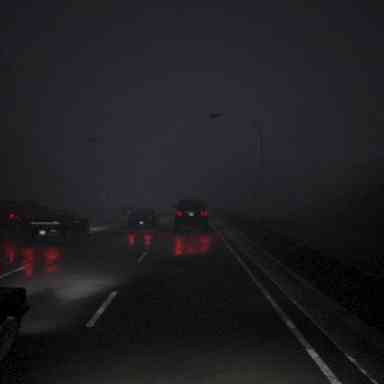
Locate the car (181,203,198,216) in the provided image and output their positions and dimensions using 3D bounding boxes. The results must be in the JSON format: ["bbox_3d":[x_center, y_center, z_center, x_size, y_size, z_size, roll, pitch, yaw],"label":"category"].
[{"bbox_3d":[-0.375,2.087,40.714,1.895,1.301,4.718,0,-1,-3],"label":"car"}]

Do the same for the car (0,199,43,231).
[{"bbox_3d":[-10.549,1.476,20.695,2.150,2.045,5.566,0,-1,0],"label":"car"}]

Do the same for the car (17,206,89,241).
[{"bbox_3d":[-7.028,1.712,17.999,2.128,1.511,4.902,0,-1,0],"label":"car"}]

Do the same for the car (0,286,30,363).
[{"bbox_3d":[-3.423,1.640,3.013,1.895,1.301,4.718,0,-1,0],"label":"car"}]

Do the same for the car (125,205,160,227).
[{"bbox_3d":[-3.588,1.910,25.688,1.895,1.301,4.718,0,-1,0],"label":"car"}]

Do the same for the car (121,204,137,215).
[{"bbox_3d":[-7.367,2.088,40.448,1.895,1.301,4.718,0,-1,-3],"label":"car"}]

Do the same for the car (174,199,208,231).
[{"bbox_3d":[-0.066,1.496,22.916,2.150,2.045,5.566,0,-1,0],"label":"car"}]
